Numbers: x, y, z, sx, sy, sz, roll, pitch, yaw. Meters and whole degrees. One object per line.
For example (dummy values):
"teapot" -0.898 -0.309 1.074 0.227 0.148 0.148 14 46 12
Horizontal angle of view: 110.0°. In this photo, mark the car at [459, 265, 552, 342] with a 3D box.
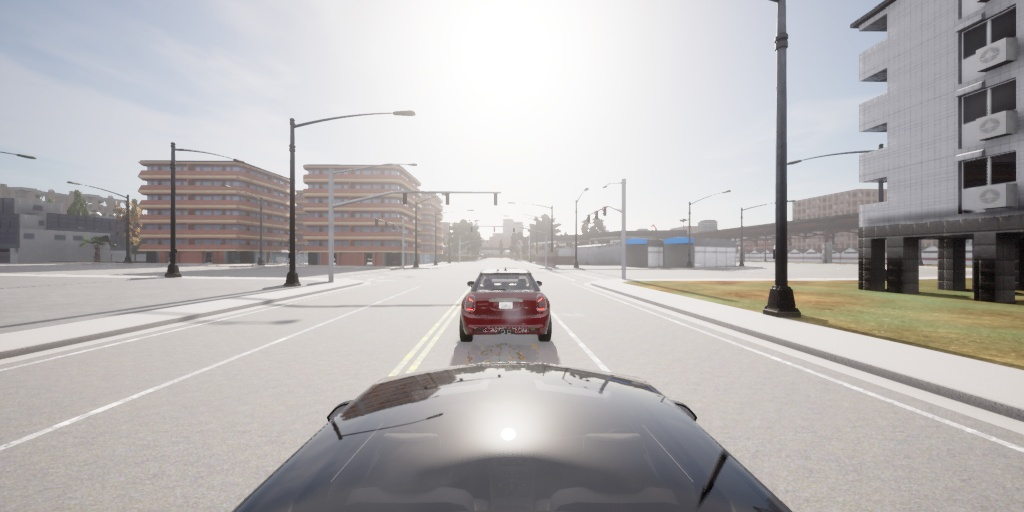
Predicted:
"car" -0.196 1.102 9.965 2.097 1.767 4.553 0 0 -2
